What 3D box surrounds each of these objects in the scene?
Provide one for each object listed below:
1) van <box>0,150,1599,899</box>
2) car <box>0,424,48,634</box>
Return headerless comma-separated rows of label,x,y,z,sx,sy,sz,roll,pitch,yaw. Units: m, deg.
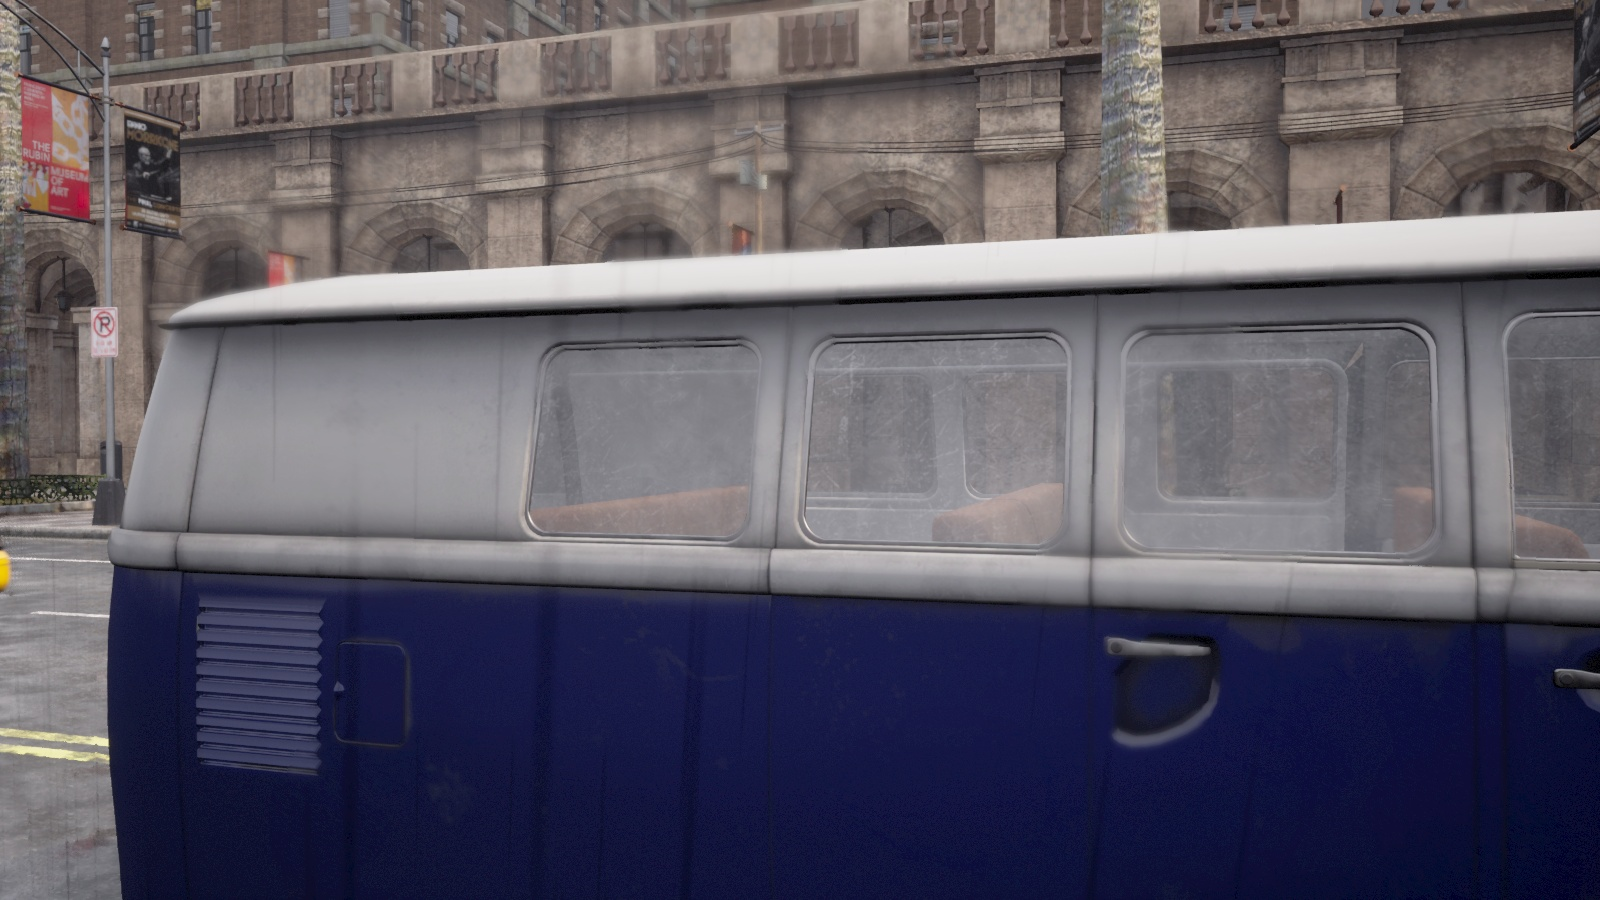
van,0.567,0.533,2.993,4.442,1.987,1.775,1,1,18
car,-8.710,0.576,9.814,5.366,1.575,1.801,1,1,19
